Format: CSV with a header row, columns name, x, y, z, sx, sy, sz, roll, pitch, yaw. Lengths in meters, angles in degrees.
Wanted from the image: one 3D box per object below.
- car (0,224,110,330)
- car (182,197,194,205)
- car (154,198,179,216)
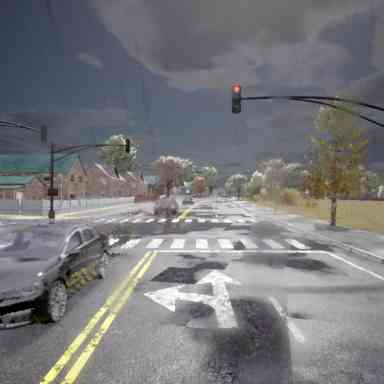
name,x,y,z,sx,sy,sz,roll,pitch,yaw
car,-3.174,1.497,7.214,2.128,1.511,4.902,0,0,1
car,-0.743,1.672,62.635,1.994,1.385,4.181,0,0,4
car,-2.463,1.385,32.954,2.097,1.767,4.553,0,0,2
